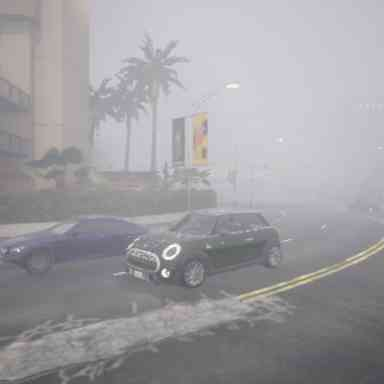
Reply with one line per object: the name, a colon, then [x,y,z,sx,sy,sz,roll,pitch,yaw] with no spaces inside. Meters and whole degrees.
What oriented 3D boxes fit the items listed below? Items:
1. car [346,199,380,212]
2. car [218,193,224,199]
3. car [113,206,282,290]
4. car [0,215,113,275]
car: [18.183,1.443,35.648,1.895,1.301,4.718,0,0,6]
car: [6.917,1.076,85.271,2.097,1.535,5.008,0,0,-2]
car: [0.458,1.307,9.164,4.553,1.767,2.097,0,0,-41]
car: [-3.382,1.472,10.447,4.674,1.442,1.812,0,1,-39]
